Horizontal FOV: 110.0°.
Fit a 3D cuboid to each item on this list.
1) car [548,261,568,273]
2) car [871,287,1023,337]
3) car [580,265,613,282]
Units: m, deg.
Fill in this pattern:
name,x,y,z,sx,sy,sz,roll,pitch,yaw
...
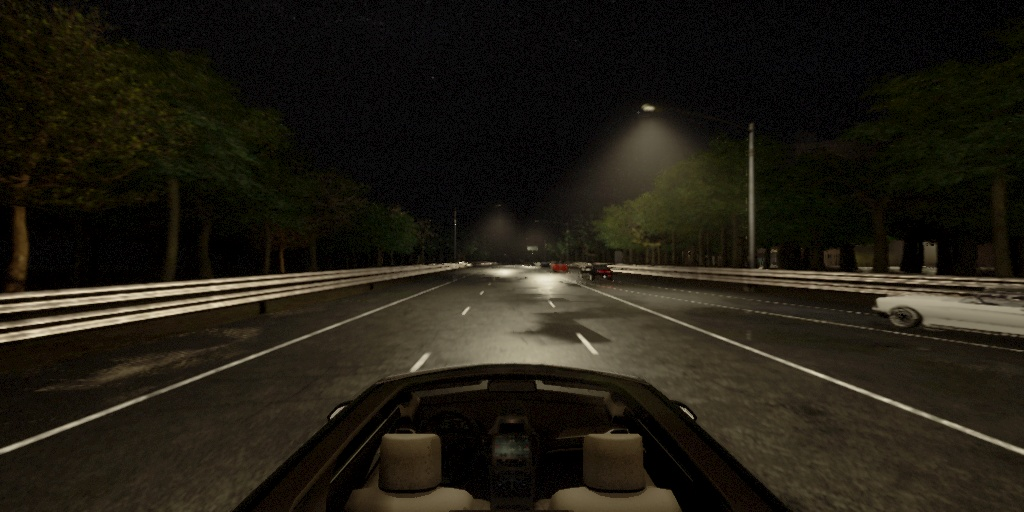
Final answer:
name,x,y,z,sx,sy,sz,roll,pitch,yaw
car,6.986,1.529,53.405,2.097,1.767,4.553,0,0,0
car,12.568,1.444,9.120,1.895,1.301,4.718,0,-1,-19
car,7.571,1.511,32.518,1.837,1.490,4.892,0,0,-5
